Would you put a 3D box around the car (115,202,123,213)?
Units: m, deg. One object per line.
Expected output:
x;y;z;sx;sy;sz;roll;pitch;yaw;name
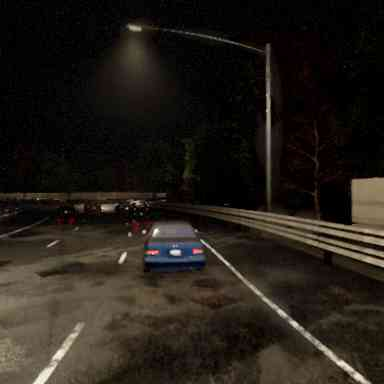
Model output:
-8.779;2.020;43.229;1.994;1.385;4.181;0;-1;-20;car

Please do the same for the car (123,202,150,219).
-5.325;1.835;32.981;2.128;1.511;4.902;0;-1;-16;car

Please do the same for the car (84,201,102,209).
-17.988;2.257;60.247;1.895;1.301;4.718;0;-1;-33;car

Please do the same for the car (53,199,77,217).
-13.752;1.899;36.407;2.128;1.511;4.902;0;-1;-20;car

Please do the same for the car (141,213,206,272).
-0.705;1.662;11.254;2.033;1.411;5.357;0;-1;-6;car

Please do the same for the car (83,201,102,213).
-13.381;2.049;44.516;1.994;1.385;4.181;0;-1;-24;car
